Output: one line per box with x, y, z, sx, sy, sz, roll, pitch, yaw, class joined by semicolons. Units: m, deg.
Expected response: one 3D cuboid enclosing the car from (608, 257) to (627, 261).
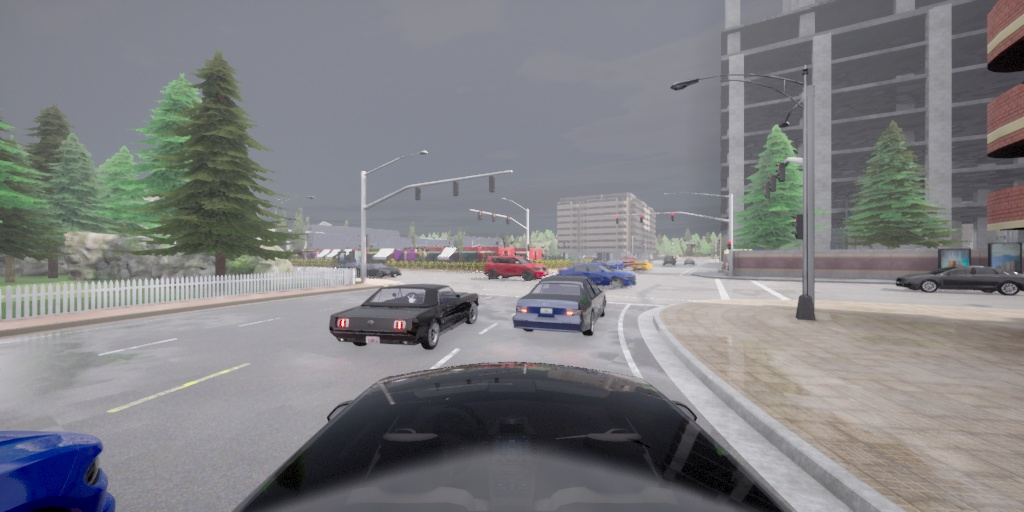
13.866;1.226;48.905;1.882;1.535;5.008;0;0;30;car

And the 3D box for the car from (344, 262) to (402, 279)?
-12.765;1.352;33.414;5.357;1.411;2.033;0;0;30;car

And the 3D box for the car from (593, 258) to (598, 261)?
13.183;1.348;54.794;1.895;1.301;4.718;0;0;30;car

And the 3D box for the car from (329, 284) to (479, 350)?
-2.292;1.351;9.163;1.895;1.301;4.718;0;0;11;car

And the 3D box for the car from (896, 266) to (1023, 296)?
24.964;1.309;20.013;4.892;1.490;1.837;0;0;30;car

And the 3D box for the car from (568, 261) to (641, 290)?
5.348;1.252;22.999;5.008;1.535;1.882;0;0;30;car

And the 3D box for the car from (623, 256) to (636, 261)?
18.630;0.970;57.287;2.150;2.045;5.566;0;0;30;car

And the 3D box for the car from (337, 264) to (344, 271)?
-17.447;1.351;40.146;5.357;1.411;2.033;0;0;30;car

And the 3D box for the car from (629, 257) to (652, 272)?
17.371;1.225;47.592;1.882;1.535;5.008;0;0;30;car

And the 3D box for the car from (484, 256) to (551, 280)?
0.261;1.010;29.955;5.566;2.045;2.150;0;0;30;car

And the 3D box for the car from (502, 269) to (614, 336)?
1.639;1.297;10.534;2.033;1.411;5.357;0;0;20;car

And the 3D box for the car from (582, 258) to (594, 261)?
8.865;1.312;47.172;1.994;1.385;4.181;0;0;29;car
